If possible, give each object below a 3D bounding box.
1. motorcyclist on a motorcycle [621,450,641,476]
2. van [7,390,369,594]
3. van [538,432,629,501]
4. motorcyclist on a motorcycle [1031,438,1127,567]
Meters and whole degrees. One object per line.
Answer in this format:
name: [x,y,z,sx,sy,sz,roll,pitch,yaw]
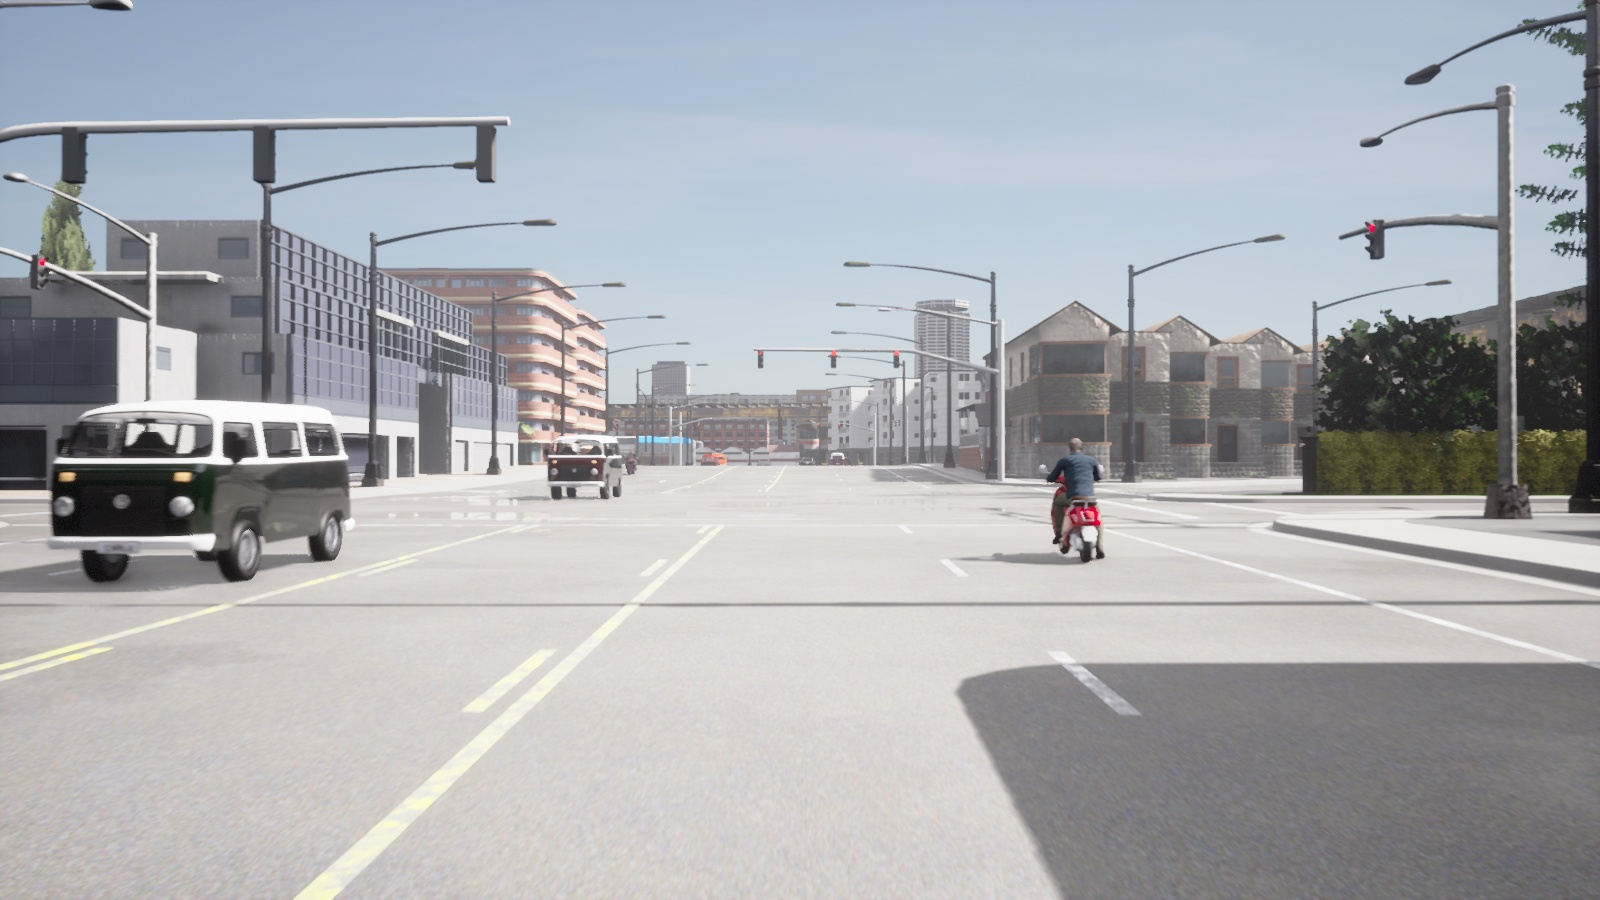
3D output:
motorcyclist on a motorcycle: [-10.052,0.767,74.805,0.866,1.530,2.191,0,1,0]
van: [-6.899,0.415,14.822,2.069,2.038,4.480,0,0,0]
van: [-6.756,0.518,39.639,2.069,2.038,4.480,0,-1,0]
motorcyclist on a motorcycle: [3.610,0.643,16.396,0.866,1.590,1.817,0,0,0]
